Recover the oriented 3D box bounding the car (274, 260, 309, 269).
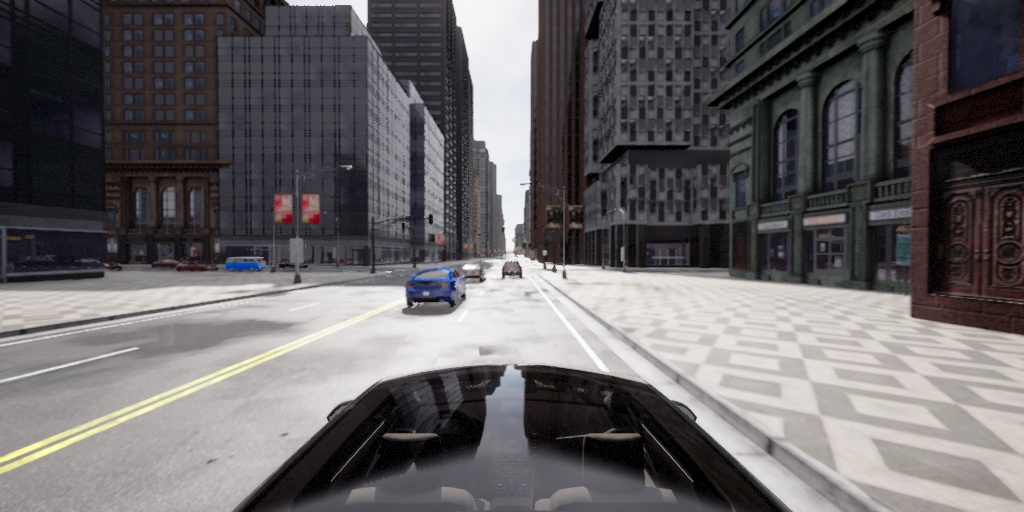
[{"bbox_3d":[-30.538,1.129,49.773,4.313,1.339,1.948,0,0,0],"label":"car"}]

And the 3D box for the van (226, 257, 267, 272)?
[{"bbox_3d":[-30.546,1.015,41.249,3.998,1.789,1.690,0,0,0],"label":"van"}]

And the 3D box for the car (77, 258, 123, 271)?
[{"bbox_3d":[-47.493,1.022,41.264,4.097,1.591,1.967,0,0,0],"label":"car"}]

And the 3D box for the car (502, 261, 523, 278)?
[{"bbox_3d":[0.013,1.266,34.305,2.033,1.649,4.856,0,-2,0],"label":"car"}]

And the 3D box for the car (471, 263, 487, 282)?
[{"bbox_3d":[-3.147,1.287,29.103,2.033,1.411,5.357,0,0,0],"label":"car"}]

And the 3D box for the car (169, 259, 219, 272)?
[{"bbox_3d":[-36.195,1.227,41.254,4.207,1.307,1.802,0,0,0],"label":"car"}]

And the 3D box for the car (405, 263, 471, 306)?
[{"bbox_3d":[-3.149,1.221,15.608,1.882,1.535,5.008,0,0,0],"label":"car"}]
